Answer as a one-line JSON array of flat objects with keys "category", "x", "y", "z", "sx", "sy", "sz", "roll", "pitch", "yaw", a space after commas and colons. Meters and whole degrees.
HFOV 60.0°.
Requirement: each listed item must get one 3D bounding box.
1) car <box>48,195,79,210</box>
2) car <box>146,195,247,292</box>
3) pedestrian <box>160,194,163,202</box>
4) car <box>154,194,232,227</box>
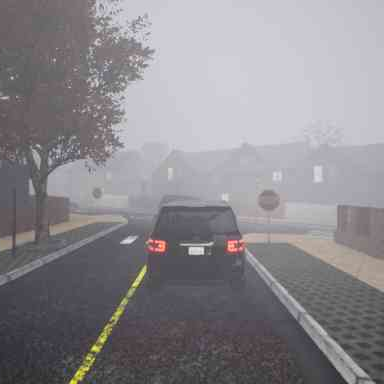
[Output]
[{"category": "car", "x": -13.980, "y": 1.051, "z": 34.015, "sx": 5.357, "sy": 1.411, "sz": 2.033, "roll": 2, "pitch": 0, "yaw": 32}, {"category": "car", "x": 0.100, "y": 1.227, "z": 9.085, "sx": 2.150, "sy": 2.045, "sz": 5.566, "roll": 0, "pitch": 0, "yaw": 0}, {"category": "pedestrian", "x": -3.107, "y": 1.092, "z": 34.121, "sx": 0.375, "sy": 1.860, "sz": 0.375, "roll": -1, "pitch": -5, "yaw": 32}, {"category": "car", "x": -0.020, "y": 1.295, "z": 25.253, "sx": 5.566, "sy": 2.045, "sz": 2.150, "roll": 2, "pitch": 0, "yaw": 33}]
